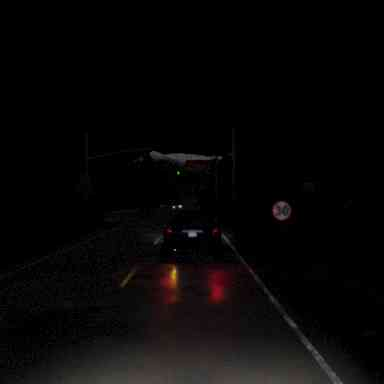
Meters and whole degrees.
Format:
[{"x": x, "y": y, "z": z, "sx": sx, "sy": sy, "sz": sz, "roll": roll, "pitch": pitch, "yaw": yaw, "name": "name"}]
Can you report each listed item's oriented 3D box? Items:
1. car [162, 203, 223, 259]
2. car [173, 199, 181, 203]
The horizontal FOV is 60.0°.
[{"x": 0.033, "y": 1.497, "z": 13.411, "sx": 2.097, "sy": 1.767, "sz": 4.553, "roll": 0, "pitch": -1, "yaw": 0, "name": "car"}, {"x": -3.439, "y": 2.337, "z": 77.546, "sx": 1.837, "sy": 1.490, "sz": 4.892, "roll": 0, "pitch": -1, "yaw": 0, "name": "car"}]
